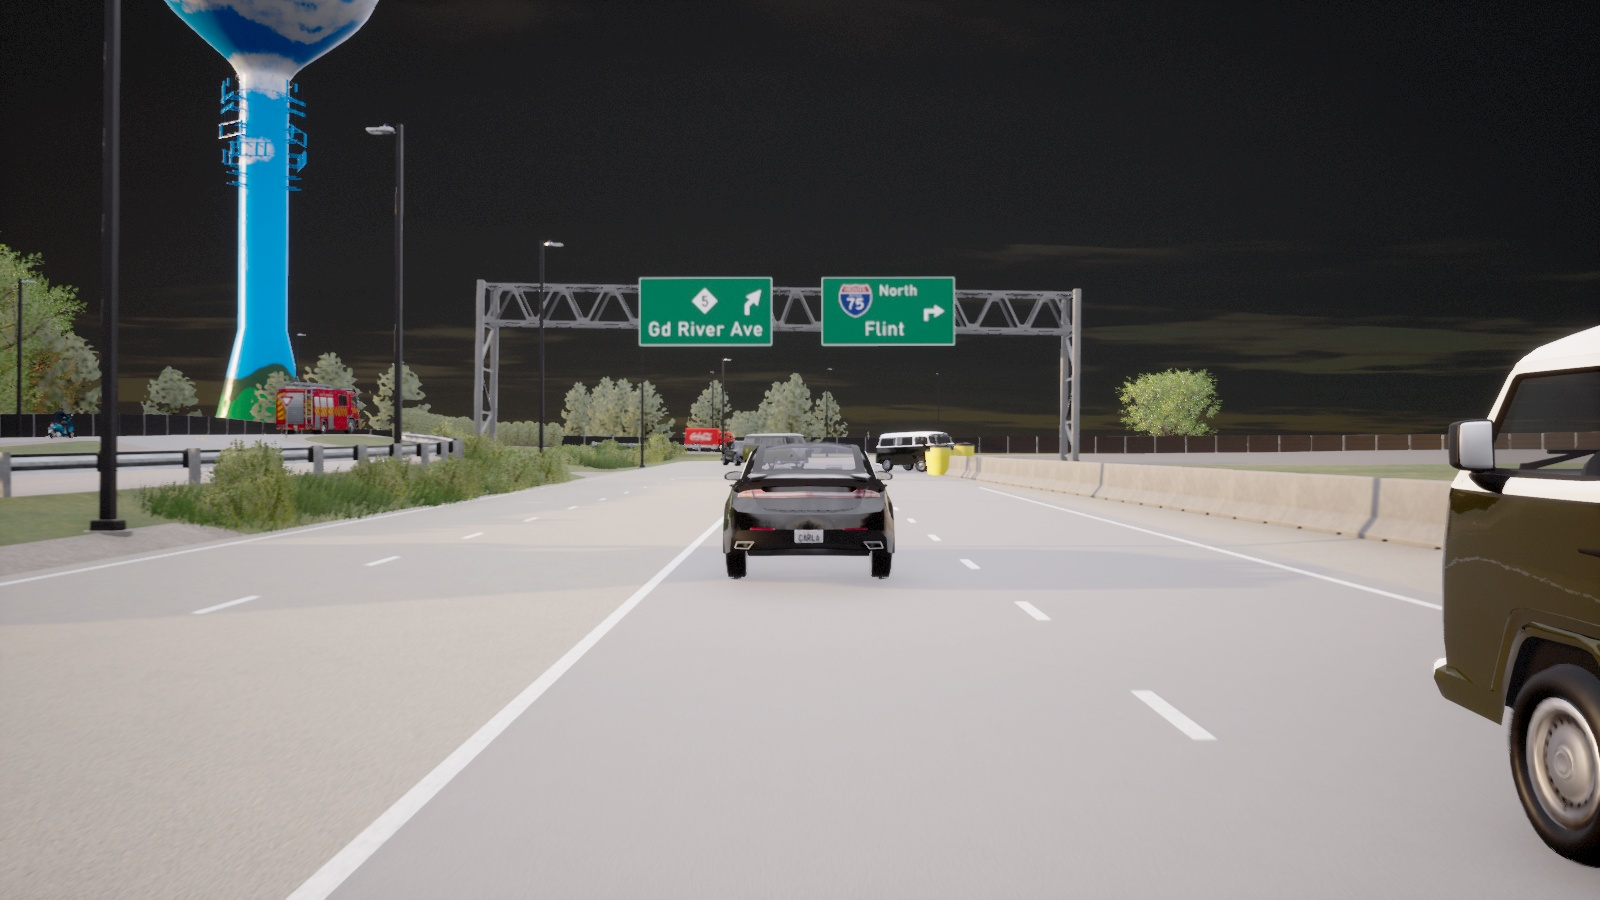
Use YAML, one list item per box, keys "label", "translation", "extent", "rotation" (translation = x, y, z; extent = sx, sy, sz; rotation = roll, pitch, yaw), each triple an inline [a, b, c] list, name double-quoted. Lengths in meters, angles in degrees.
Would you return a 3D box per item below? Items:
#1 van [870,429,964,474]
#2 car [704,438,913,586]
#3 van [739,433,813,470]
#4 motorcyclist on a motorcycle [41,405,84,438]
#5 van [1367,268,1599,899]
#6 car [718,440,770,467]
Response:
- label: "van"
  translation: [5.884, 0.093, 63.492]
  extent: [2.069, 2.038, 4.480]
  rotation: [-3, 0, -40]
- label: "car"
  translation: [0.103, 0.617, 15.251]
  extent: [2.128, 1.511, 4.902]
  rotation: [0, 0, 0]
- label: "van"
  translation: [-1.351, 0.064, 69.615]
  extent: [1.775, 1.987, 4.442]
  rotation: [0, 1, -38]
- label: "motorcyclist on a motorcycle"
  translation: [-36.296, -1.396, 61.803]
  extent: [0.866, 1.590, 1.817]
  rotation: [0, 1, 7]
- label: "van"
  translation: [3.535, 0.455, 3.315]
  extent: [2.069, 2.038, 4.480]
  rotation: [0, 0, 0]
- label: "car"
  translation: [-3.591, 0.168, 79.464]
  extent: [2.033, 1.649, 4.856]
  rotation: [0, 0, -18]
